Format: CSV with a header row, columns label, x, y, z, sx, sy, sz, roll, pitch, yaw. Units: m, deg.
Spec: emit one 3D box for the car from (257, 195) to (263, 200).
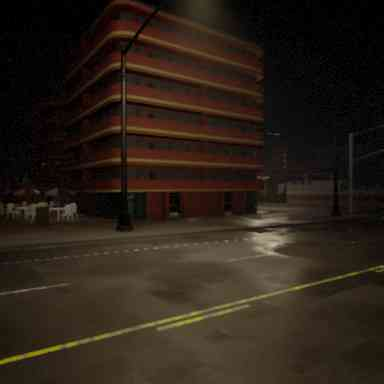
label,x,y,z,sx,sy,sz,roll,pitch,yaw
car,17.829,1.425,85.512,3.806,1.475,1.970,-1,0,-35
